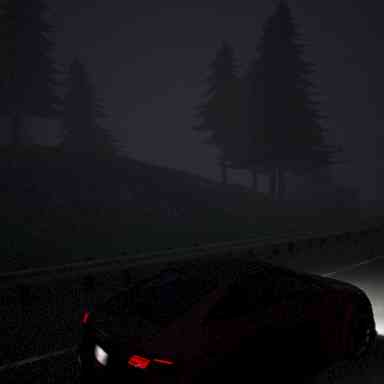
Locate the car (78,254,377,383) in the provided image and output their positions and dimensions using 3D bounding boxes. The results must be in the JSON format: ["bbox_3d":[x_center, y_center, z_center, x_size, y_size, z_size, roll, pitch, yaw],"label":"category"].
[{"bbox_3d":[0.691,1.572,4.498,4.181,1.385,1.994,0,0,-37],"label":"car"}]
